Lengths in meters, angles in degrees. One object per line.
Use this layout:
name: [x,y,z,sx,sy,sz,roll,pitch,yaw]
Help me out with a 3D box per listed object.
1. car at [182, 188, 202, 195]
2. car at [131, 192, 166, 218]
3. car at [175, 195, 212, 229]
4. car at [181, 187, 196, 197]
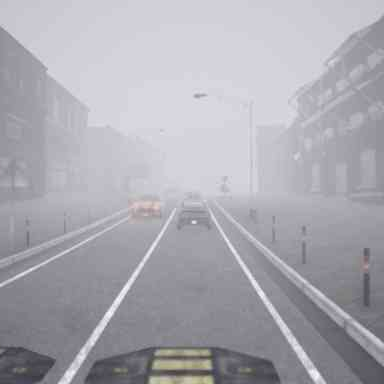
car: [0.187,0.554,37.761,2.033,1.411,5.357,0,2,1]
car: [-3.077,0.865,24.350,2.097,1.767,4.553,0,2,0]
car: [0.108,1.199,19.331,1.837,1.490,4.892,0,2,0]
car: [-0.629,-0.016,65.722,2.097,1.767,4.553,0,0,9]
